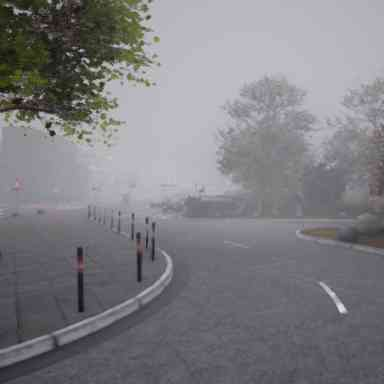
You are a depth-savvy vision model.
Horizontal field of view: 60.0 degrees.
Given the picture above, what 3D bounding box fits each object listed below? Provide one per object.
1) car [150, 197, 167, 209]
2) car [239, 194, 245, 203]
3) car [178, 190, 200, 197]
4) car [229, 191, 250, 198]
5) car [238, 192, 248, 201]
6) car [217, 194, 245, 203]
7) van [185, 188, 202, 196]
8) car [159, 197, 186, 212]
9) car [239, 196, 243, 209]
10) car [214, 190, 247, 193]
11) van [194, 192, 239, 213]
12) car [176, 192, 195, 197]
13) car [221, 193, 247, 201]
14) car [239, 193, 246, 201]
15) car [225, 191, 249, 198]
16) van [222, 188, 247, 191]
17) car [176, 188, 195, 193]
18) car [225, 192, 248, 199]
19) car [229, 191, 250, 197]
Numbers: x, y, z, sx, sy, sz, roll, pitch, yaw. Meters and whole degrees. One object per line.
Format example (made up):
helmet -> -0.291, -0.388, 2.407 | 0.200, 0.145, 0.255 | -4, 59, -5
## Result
car -> -4.252, 1.434, 45.264 | 1.882, 1.535, 5.008 | 0, 2, 12
car -> 3.879, 1.451, 43.902 | 5.366, 1.575, 1.946 | 0, 2, 11
car -> -0.860, 0.364, 86.460 | 5.366, 1.575, 1.946 | 0, 1, 11
car -> 11.238, 0.557, 79.213 | 4.792, 1.488, 2.163 | 0, 1, 11
car -> 5.716, 1.238, 52.020 | 5.008, 1.535, 2.097 | 0, 2, 11
car -> 6.808, 1.134, 57.462 | 4.674, 1.452, 2.002 | 0, 2, 11
van -> 0.546, 0.000, 91.888 | 4.442, 1.987, 1.878 | 0, 1, 11
car -> -1.980, 1.692, 39.931 | 1.895, 1.301, 4.718 | 0, 2, 13
car -> 3.540, 1.557, 41.139 | 4.792, 1.488, 2.163 | 0, 2, 11
car -> 6.291, 1.040, 54.732 | 4.553, 1.767, 2.185 | 0, 2, 11
van -> 2.846, 1.374, 38.444 | 4.442, 1.987, 1.878 | 0, 2, 11
car -> -1.107, 1.151, 60.608 | 1.895, 1.301, 4.718 | 0, 2, 12
car -> 7.907, 0.992, 62.903 | 4.674, 1.452, 2.002 | 0, 1, 11
car -> 5.155, 1.311, 49.303 | 4.892, 1.521, 2.231 | 0, 2, 11
car -> 10.477, 0.595, 76.536 | 5.366, 1.575, 1.946 | 0, 1, 11
van -> 8.574, 0.656, 65.592 | 4.442, 1.987, 1.878 | 0, 1, 11
car -> -1.262, 0.188, 83.675 | 5.566, 2.045, 2.435 | 0, 2, 11
car -> 9.531, 0.769, 71.065 | 4.792, 1.488, 2.163 | 0, 1, 11
car -> 11.765, 0.458, 81.936 | 4.892, 1.521, 2.231 | 0, 1, 11
